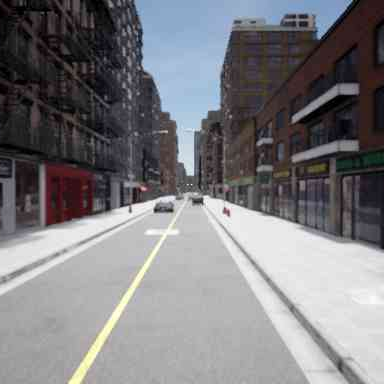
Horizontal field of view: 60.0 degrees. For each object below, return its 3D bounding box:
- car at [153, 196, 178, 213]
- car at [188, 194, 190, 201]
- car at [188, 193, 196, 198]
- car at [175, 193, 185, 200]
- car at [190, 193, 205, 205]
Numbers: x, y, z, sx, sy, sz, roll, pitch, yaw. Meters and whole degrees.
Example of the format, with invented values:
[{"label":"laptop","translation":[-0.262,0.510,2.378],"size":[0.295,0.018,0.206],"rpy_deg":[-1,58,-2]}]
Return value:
[{"label":"car","translation":[-2.835,1.450,34.602],"size":[1.994,1.385,4.181],"rpy_deg":[0,0,0]},{"label":"car","translation":[0.013,1.129,71.071],"size":[2.033,1.411,5.357],"rpy_deg":[0,0,0]},{"label":"car","translation":[0.016,1.016,91.545],"size":[1.994,1.385,4.181],"rpy_deg":[0,0,0]},{"label":"car","translation":[-2.736,0.981,75.114],"size":[2.097,1.767,4.553],"rpy_deg":[0,0,0]},{"label":"car","translation":[0.966,1.314,52.857],"size":[1.837,1.490,4.892],"rpy_deg":[0,0,0]}]
